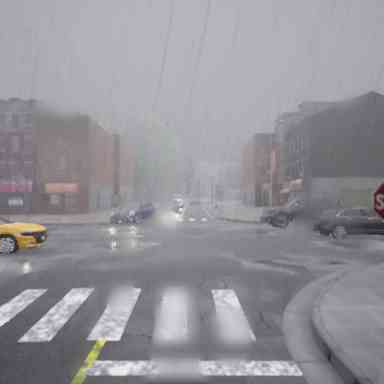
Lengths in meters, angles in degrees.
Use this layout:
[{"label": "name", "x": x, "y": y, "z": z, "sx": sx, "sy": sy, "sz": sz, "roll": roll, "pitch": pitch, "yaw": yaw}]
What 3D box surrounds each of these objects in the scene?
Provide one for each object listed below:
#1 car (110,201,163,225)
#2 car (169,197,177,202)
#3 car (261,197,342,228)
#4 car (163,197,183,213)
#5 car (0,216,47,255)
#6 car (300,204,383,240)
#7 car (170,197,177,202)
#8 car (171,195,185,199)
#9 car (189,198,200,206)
[{"label": "car", "x": -4.460, "y": 1.549, "z": 26.009, "sx": 2.097, "sy": 1.767, "sz": 4.553, "roll": -3, "pitch": -1, "yaw": 19}, {"label": "car", "x": -5.182, "y": 2.083, "z": 92.308, "sx": 2.008, "sy": 1.369, "sz": 4.403, "roll": 1, "pitch": 0, "yaw": 0}, {"label": "car", "x": 7.549, "y": 1.364, "z": 22.700, "sx": 5.566, "sy": 2.045, "sz": 2.150, "roll": -1, "pitch": -2, "yaw": -1}, {"label": "car", "x": -2.523, "y": 1.722, "z": 40.508, "sx": 2.128, "sy": 1.511, "sz": 4.902, "roll": 0, "pitch": 0, "yaw": 0}, {"label": "car", "x": -8.143, "y": 1.489, "z": 12.608, "sx": 5.008, "sy": 1.535, "sz": 1.882, "roll": 0, "pitch": -2, "yaw": 0}, {"label": "car", "x": 8.075, "y": 1.448, "z": 15.994, "sx": 4.892, "sy": 1.490, "sz": 1.837, "roll": -1, "pitch": -2, "yaw": 0}, {"label": "car", "x": -5.222, "y": 2.070, "z": 94.282, "sx": 1.752, "sy": 1.417, "sz": 4.829, "roll": 1, "pitch": 0, "yaw": 0}, {"label": "car", "x": -2.501, "y": 1.521, "z": 53.003, "sx": 2.150, "sy": 2.045, "sz": 5.566, "roll": 0, "pitch": -1, "yaw": 0}, {"label": "car", "x": 0.461, "y": 1.903, "z": 63.550, "sx": 2.033, "sy": 1.411, "sz": 5.357, "roll": 0, "pitch": 0, "yaw": -3}]
